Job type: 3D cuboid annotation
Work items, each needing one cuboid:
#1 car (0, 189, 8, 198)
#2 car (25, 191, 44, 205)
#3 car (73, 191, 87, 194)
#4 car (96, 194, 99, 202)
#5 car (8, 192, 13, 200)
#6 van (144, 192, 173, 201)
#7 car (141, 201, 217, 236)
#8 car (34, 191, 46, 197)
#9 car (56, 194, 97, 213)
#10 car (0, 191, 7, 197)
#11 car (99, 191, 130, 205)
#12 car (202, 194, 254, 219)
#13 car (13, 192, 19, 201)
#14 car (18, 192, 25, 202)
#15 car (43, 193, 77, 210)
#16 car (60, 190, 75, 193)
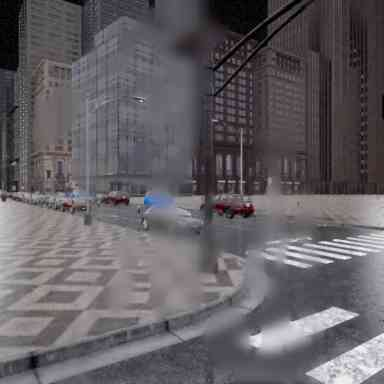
[{"bbox_3d":[-39.130,0.611,70.273,1.947,1.339,4.313,1,0,-36],"label":"car"},{"bbox_3d":[-20.097,0.939,43.616,2.008,1.369,4.403,1,0,-36],"label":"car"},{"bbox_3d":[-16.199,0.967,48.388,1.895,1.301,4.718,0,1,-36],"label":"car"},{"bbox_3d":[-13.154,0.934,48.564,2.008,1.369,4.403,1,0,-36],"label":"car"},{"bbox_3d":[-29.613,0.747,56.945,1.887,1.381,4.507,1,0,-36],"label":"car"},{"bbox_3d":[-3.633,0.930,35.232,1.690,1.788,3.998,1,0,-36],"label":"van"},{"bbox_3d":[-1.065,1.367,16.959,2.008,1.369,4.403,1,0,-36],"label":"car"},{"bbox_3d":[-38.534,0.495,84.109,1.887,1.381,4.507,0,0,-36],"label":"car"},{"bbox_3d":[-10.580,1.139,30.287,1.887,1.381,4.507,1,0,-36],"label":"car"},{"bbox_3d":[-45.374,0.482,79.020,1.752,1.417,4.829,1,0,-36],"label":"car"},{"bbox_3d":[-9.978,0.766,44.119,2.192,1.841,5.009,1,0,-36],"label":"car"},{"bbox_3d":[2.712,1.050,26.345,2.192,1.841,5.009,1,0,-36],"label":"car"},{"bbox_3d":[-26.440,0.702,52.502,1.967,1.590,4.097,1,0,-36],"label":"car"},{"bbox_3d":[-23.269,0.874,48.059,2.008,1.369,4.403,1,0,-36],"label":"car"},{"bbox_3d":[-13.752,1.074,34.729,2.008,1.369,4.403,1,0,-36],"label":"car"},{"bbox_3d":[-21.923,0.778,56.405,1.812,1.442,4.674,0,1,-35],"label":"car"}]
